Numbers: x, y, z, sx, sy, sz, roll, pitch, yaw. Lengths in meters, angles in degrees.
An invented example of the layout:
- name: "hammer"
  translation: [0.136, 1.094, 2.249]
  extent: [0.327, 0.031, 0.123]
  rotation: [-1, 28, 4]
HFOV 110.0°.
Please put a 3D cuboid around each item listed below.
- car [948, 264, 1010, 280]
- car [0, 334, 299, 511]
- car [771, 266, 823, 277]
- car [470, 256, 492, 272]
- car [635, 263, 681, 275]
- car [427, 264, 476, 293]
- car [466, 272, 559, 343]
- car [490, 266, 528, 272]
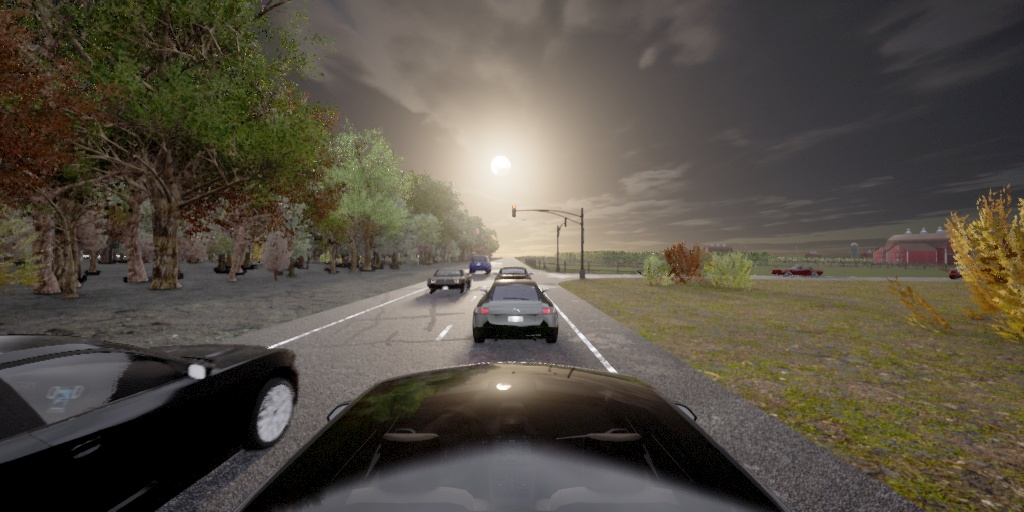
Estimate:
- name: "car"
  translation: [48.806, 1.630, 37.413]
  extent: [4.553, 1.767, 2.097]
  rotation: [1, -1, 0]
- name: "car"
  translation: [-3.399, 1.228, 2.158]
  extent: [1.882, 1.535, 5.008]
  rotation: [0, 0, 0]
- name: "car"
  translation: [32.513, 1.760, 41.033]
  extent: [4.718, 1.301, 1.895]
  rotation: [1, -1, 0]
- name: "car"
  translation: [-3.506, 0.976, 40.092]
  extent: [2.150, 2.045, 5.566]
  rotation: [0, 0, 0]
- name: "car"
  translation: [16.725, 1.493, 41.124]
  extent: [4.892, 1.490, 1.837]
  rotation: [1, -1, 2]
- name: "car"
  translation: [-3.450, 1.353, 20.716]
  extent: [1.895, 1.301, 4.718]
  rotation: [0, 0, 0]
- name: "car"
  translation: [0.076, 1.315, 9.665]
  extent: [1.994, 1.385, 4.181]
  rotation: [0, 0, 0]
- name: "car"
  translation: [0.059, 1.257, 18.565]
  extent: [1.837, 1.490, 4.892]
  rotation: [0, 0, 0]
